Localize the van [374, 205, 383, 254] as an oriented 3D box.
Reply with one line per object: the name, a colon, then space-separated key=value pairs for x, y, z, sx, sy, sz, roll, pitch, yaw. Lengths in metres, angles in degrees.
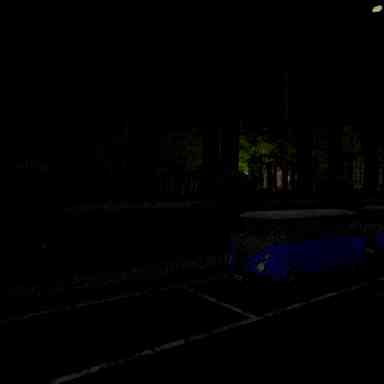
van: x=7.312 y=1.338 z=11.744 sx=3.998 sy=1.788 sz=1.690 roll=0 pitch=0 yaw=-35

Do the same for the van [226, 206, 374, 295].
van: x=2.705 y=1.340 z=8.460 sx=3.998 sy=1.788 sz=1.690 roll=0 pitch=0 yaw=-35
